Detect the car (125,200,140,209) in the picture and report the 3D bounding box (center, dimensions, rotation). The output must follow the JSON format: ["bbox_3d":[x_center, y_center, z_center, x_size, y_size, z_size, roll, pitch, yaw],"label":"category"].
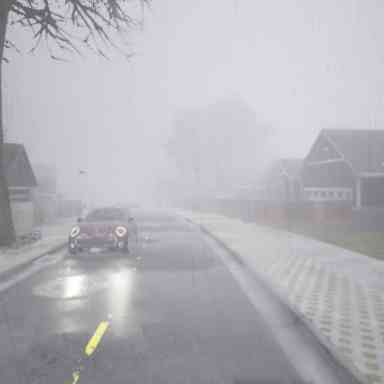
[{"bbox_3d":[-10.709,2.278,59.829,1.882,1.535,5.008,0,-1,-20],"label":"car"}]

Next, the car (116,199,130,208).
[{"bbox_3d":[-14.428,2.451,69.250,2.097,1.767,4.553,-1,-2,-23],"label":"car"}]

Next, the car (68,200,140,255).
[{"bbox_3d":[-3.406,1.370,13.454,2.097,1.767,4.553,0,0,-4],"label":"car"}]
